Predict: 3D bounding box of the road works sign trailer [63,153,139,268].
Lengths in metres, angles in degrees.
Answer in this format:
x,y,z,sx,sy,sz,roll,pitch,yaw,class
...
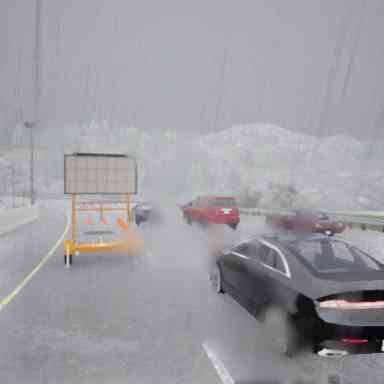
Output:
x,y,z,sx,sy,sz,roll,pitch,yaw,class
-3.137,0.482,11.527,2.380,3.560,2.880,0,0,-16,road works sign trailer

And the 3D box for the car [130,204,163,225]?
x,y,z,sx,sy,sz,roll,pitch,yaw,class
-3.397,1.564,24.240,1.812,1.442,4.674,0,0,-19,car

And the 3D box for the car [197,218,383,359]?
x,y,z,sx,sy,sz,roll,pitch,yaw,class
1.737,1.503,6.098,2.128,1.511,4.902,0,0,-13,car

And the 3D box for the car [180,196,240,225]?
x,y,z,sx,sy,sz,roll,pitch,yaw,class
1.168,1.261,21.573,2.150,2.045,5.566,0,0,-17,car

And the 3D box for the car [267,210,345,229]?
x,y,z,sx,sy,sz,roll,pitch,yaw,class
5.896,1.637,18.027,1.895,1.301,4.718,0,0,-16,car
